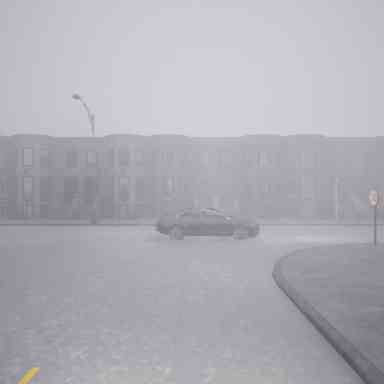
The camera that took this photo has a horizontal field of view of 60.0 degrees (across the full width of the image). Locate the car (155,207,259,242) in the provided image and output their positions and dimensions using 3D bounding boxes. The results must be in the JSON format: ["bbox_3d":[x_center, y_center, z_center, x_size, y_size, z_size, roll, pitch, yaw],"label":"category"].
[{"bbox_3d":[0.700,1.492,15.876,4.902,1.511,2.128,0,0,0],"label":"car"}]
